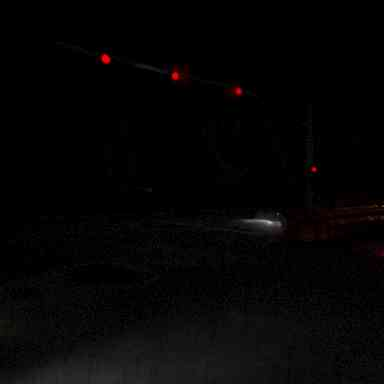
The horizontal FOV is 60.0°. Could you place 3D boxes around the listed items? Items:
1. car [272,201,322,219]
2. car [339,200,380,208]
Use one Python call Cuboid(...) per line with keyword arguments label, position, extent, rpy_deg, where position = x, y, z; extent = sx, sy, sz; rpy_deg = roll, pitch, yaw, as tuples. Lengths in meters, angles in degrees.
Cuboid(label="car", position=(8.677, 1.492, 27.334), extent=(4.892, 1.490, 1.837), rpy_deg=(0, 0, -35))
Cuboid(label="car", position=(16.767, 1.529, 33.044), extent=(5.357, 1.411, 2.033), rpy_deg=(0, 0, -36))
